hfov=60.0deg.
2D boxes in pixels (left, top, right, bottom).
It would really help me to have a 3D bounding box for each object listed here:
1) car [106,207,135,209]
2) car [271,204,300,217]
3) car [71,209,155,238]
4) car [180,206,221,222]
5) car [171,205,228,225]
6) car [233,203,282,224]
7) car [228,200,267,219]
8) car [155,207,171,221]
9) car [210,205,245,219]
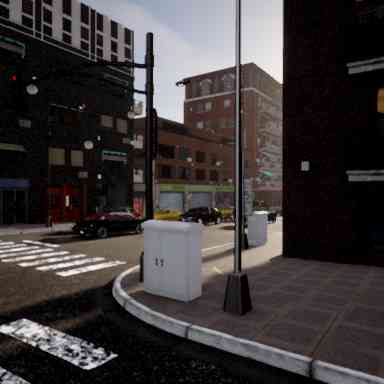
[{"bbox_3d":[-5.396,1.758,23.094,1.967,1.590,4.097,-1,-2,35],"label":"car"},{"bbox_3d":[12.502,2.394,44.185,2.033,1.411,5.357,0,-1,35],"label":"car"},{"bbox_3d":[-4.641,1.881,19.616,1.895,1.301,4.718,0,-1,35],"label":"car"},{"bbox_3d":[0.912,2.092,32.159,1.947,1.339,4.313,-1,-2,35],"label":"car"},{"bbox_3d":[0.714,1.962,27.311,1.837,1.490,4.892,0,-1,35],"label":"car"},{"bbox_3d":[5.952,2.044,29.239,2.128,1.511,4.902,0,-1,35],"label":"car"},{"bbox_3d":[6.386,1.866,35.464,2.150,2.045,5.566,0,-1,35],"label":"car"},{"bbox_3d":[-2.339,1.944,27.486,1.752,1.417,4.829,-1,-2,35],"label":"car"},{"bbox_3d":[3.969,2.152,36.554,1.752,1.417,4.829,-1,-2,35],"label":"car"}]
